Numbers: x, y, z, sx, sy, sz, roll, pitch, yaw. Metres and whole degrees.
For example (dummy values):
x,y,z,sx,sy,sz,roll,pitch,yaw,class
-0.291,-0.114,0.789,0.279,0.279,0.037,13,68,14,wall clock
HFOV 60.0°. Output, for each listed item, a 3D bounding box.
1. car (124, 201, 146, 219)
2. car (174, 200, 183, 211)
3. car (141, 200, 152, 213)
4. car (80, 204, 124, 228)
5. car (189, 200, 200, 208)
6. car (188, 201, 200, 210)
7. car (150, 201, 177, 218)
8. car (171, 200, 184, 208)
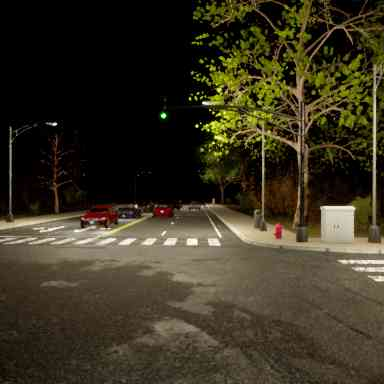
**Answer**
x,y,z,sx,sy,sz,roll,pitch,yaw,class
-6.438,1.933,34.294,2.033,1.411,5.357,0,-1,1,car
-2.863,2.178,52.714,2.033,1.411,5.357,0,-1,1,car
-6.294,1.877,44.906,2.097,1.767,4.553,0,-1,1,car
-6.577,1.777,24.232,1.812,1.442,4.674,0,-1,1,car
0.523,2.331,63.089,1.994,1.385,4.181,0,-1,1,car
0.392,2.243,53.084,1.895,1.301,4.718,0,-1,1,car
-2.989,1.972,35.610,1.994,1.385,4.181,0,-1,1,car
-2.726,2.253,63.132,2.128,1.511,4.902,0,-1,1,car
